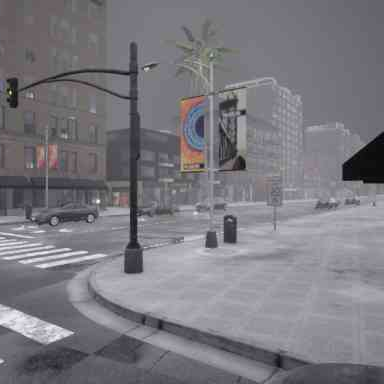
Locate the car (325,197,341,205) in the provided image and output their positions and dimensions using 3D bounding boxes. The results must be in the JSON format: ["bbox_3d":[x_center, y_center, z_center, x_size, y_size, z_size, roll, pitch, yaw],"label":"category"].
[{"bbox_3d":[26.381,1.710,62.054,1.994,1.385,4.181,0,0,35],"label":"car"}]

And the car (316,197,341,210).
[{"bbox_3d":[18.343,1.451,44.985,2.097,1.767,4.553,0,0,35],"label":"car"}]

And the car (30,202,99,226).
[{"bbox_3d":[-8.905,1.520,23.555,1.837,1.490,4.892,0,0,35],"label":"car"}]

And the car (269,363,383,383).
[{"bbox_3d":[2.218,1.551,1.268,4.403,1.369,2.008,0,0,35],"label":"car"}]

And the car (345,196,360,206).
[{"bbox_3d":[29.189,1.503,60.385,2.097,1.767,4.553,0,0,33],"label":"car"}]

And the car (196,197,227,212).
[{"bbox_3d":[2.361,1.404,39.546,2.097,1.767,4.553,0,0,35],"label":"car"}]

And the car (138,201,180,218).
[{"bbox_3d":[-3.286,1.579,31.536,2.033,1.411,5.357,0,0,35],"label":"car"}]
